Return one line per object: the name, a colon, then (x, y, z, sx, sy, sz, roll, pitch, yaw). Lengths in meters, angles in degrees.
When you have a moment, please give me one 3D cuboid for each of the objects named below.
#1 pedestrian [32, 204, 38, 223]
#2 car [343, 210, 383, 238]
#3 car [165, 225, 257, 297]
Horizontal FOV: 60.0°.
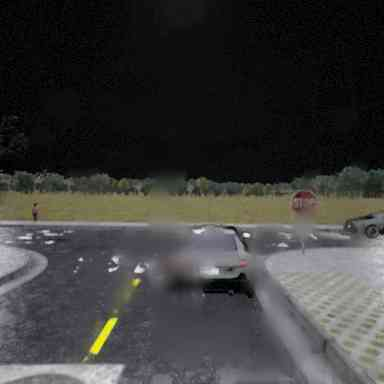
pedestrian: (-9.726, 0.967, 20.641, 0.375, 1.860, 0.375, 0, -1, 0)
car: (10.448, 1.693, 17.895, 4.181, 1.385, 1.994, 1, 0, 0)
car: (0.567, 1.548, 8.626, 1.994, 1.385, 4.181, 0, 0, 6)
